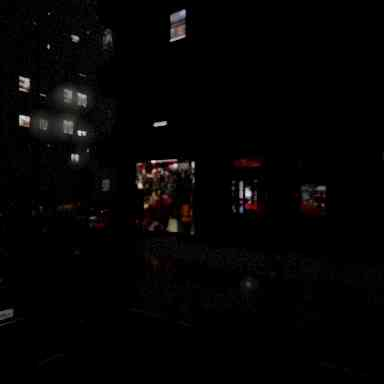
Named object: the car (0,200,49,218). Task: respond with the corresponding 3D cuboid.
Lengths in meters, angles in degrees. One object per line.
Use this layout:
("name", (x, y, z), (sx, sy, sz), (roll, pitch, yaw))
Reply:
("car", (-14.034, 1.351, 26.116), (2.008, 1.369, 4.403), (1, 1, 35))

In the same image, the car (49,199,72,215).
("car", (-10.939, 1.251, 30.537), (1.752, 1.417, 4.829), (1, 1, 35))

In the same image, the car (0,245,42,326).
("car", (-4.498, 1.552, 6.093), (4.403, 1.369, 2.008), (0, 0, 36))

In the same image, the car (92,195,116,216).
("car", (-5.635, 1.216, 28.048), (1.837, 1.490, 4.892), (0, 1, 35))

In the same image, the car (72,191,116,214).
("car", (-7.758, 0.920, 30.586), (2.150, 2.045, 5.566), (0, 1, 35))
